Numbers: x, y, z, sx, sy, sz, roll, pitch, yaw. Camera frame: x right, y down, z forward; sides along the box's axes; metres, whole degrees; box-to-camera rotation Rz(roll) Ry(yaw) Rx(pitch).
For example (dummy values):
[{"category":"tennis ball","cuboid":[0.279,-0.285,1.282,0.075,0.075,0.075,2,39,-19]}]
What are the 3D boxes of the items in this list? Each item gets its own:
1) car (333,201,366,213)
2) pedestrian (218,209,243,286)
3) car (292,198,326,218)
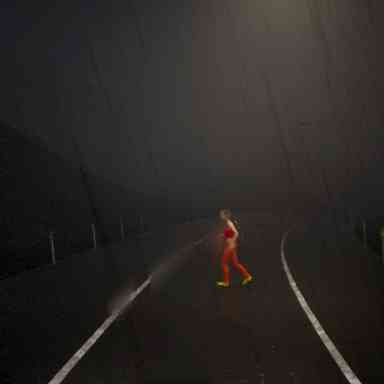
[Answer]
[{"category":"car","cuboid":[19.406,1.812,40.922,5.357,1.411,2.033,1,3,-39]},{"category":"pedestrian","cuboid":[0.880,1.270,7.755,0.375,1.860,0.375,-3,4,9]},{"category":"car","cuboid":[11.419,1.429,32.238,2.097,1.767,4.553,3,1,37]}]
